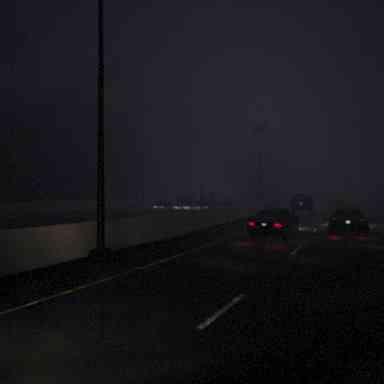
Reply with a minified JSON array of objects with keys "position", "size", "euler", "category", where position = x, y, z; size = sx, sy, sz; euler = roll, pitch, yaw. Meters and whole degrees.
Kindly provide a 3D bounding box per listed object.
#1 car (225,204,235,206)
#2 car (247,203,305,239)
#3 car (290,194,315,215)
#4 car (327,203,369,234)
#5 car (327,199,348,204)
[{"position":[5.207,1.431,49.829],"size":[1.882,1.535,5.008],"euler":[0,0,16],"category":"car"},{"position":[4.353,1.532,17.369],"size":[2.033,1.411,5.357],"euler":[0,0,25],"category":"car"},{"position":[11.269,1.194,34.040],"size":[2.150,2.045,5.566],"euler":[0,0,20],"category":"car"},{"position":[9.014,1.549,19.217],"size":[1.994,1.385,4.181],"euler":[0,0,24],"category":"car"},{"position":[15.035,1.451,34.238],"size":[1.882,1.535,5.008],"euler":[0,0,19],"category":"car"}]
